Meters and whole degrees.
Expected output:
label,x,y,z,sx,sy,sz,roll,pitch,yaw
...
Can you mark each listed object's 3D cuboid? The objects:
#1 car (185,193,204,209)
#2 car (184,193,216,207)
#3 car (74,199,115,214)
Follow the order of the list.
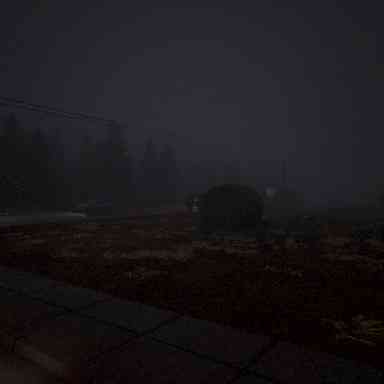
label,x,y,z,sx,sy,sz,roll,pitch,yaw
car,1.364,1.248,46.191,2.150,2.045,5.566,0,0,38
car,1.320,1.249,52.197,2.150,2.045,5.566,0,0,37
car,-10.523,1.552,36.313,1.812,1.442,4.674,0,0,36
